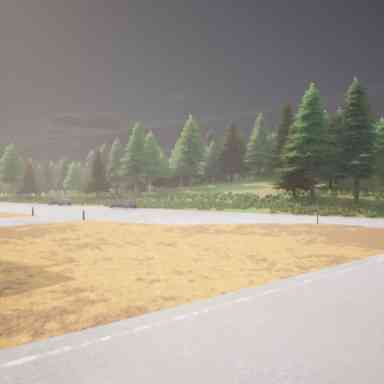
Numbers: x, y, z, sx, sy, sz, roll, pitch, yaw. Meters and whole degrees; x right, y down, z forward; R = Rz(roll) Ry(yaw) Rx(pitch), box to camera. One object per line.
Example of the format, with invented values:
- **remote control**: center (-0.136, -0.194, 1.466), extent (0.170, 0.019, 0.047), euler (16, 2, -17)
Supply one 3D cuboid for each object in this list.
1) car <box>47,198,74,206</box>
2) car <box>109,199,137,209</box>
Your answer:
- **car**: center (-21.778, 1.629, 55.149), extent (5.357, 1.411, 2.033), euler (0, 0, 36)
- **car**: center (-9.646, 1.656, 46.328), extent (4.181, 1.385, 1.994), euler (0, 0, 36)
